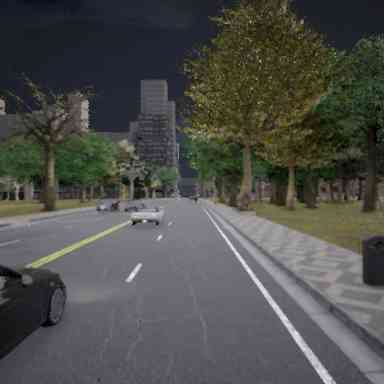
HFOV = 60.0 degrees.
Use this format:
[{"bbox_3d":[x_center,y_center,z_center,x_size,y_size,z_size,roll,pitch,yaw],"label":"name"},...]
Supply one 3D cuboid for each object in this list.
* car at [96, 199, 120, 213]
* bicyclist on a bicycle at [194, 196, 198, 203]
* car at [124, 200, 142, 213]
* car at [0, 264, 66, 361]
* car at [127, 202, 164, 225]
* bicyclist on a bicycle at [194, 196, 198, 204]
[{"bbox_3d":[-9.771,1.592,38.923,2.128,1.511,4.902,0,0,0],"label":"car"},{"bbox_3d":[1.028,1.817,80.948,0.866,1.612,1.509,0,-1,0],"label":"bicyclist on a bicycle"},{"bbox_3d":[-6.522,1.664,38.516,1.994,1.385,4.181,0,0,0],"label":"car"},{"bbox_3d":[-3.156,1.527,4.040,1.812,1.442,4.674,0,0,0],"label":"car"},{"bbox_3d":[-3.109,1.644,24.110,1.895,1.301,4.718,0,0,0],"label":"car"},{"bbox_3d":[1.017,1.671,71.429,0.659,1.776,1.843,0,0,0],"label":"bicyclist on a bicycle"}]
